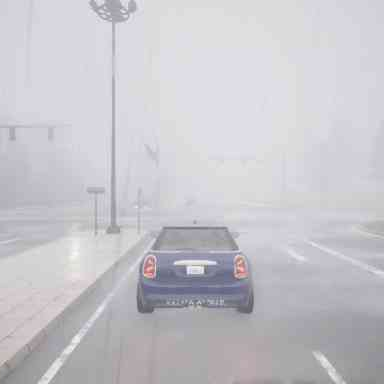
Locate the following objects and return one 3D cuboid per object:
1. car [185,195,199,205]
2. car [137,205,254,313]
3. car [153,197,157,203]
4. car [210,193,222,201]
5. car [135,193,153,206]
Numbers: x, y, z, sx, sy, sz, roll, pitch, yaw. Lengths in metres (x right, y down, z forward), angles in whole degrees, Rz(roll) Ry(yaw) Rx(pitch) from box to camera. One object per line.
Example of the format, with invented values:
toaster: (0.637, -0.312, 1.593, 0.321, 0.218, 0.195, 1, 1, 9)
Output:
car: (-0.157, 1.525, 54.623, 1.812, 1.442, 4.674, 0, 0, -1)
car: (0.072, 1.352, 7.803, 2.097, 1.767, 4.553, 0, 0, 0)
car: (-8.363, 1.547, 65.596, 2.033, 1.411, 5.357, 0, 0, 0)
car: (6.363, 1.214, 84.913, 2.150, 2.045, 5.566, 0, 0, -1)
car: (-8.265, 1.352, 55.982, 2.097, 1.767, 4.553, 0, 0, -1)
